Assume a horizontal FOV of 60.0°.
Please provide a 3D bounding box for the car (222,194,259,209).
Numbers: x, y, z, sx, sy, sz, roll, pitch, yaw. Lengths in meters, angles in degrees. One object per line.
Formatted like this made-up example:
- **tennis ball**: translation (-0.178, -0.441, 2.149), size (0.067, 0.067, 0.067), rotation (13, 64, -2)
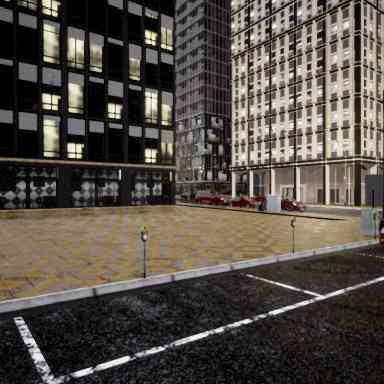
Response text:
- **car**: translation (5.677, 1.106, 36.447), size (1.802, 1.307, 4.206), rotation (1, 0, -36)

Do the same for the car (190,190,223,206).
- **car**: translation (2.434, 0.732, 40.974), size (2.192, 1.841, 5.009), rotation (1, 0, -36)

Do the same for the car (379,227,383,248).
- **car**: translation (9.132, 1.442, 13.087), size (4.097, 1.590, 1.967), rotation (0, 0, -36)

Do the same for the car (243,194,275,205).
- **car**: translation (9.199, 0.987, 45.912), size (1.802, 1.307, 4.206), rotation (1, 0, -36)

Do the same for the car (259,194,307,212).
- **car**: translation (8.932, 1.072, 31.918), size (1.967, 1.590, 4.097), rotation (1, 0, -36)

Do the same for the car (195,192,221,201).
- **car**: translation (2.599, 0.712, 55.111), size (1.752, 1.417, 4.829), rotation (1, 0, -36)

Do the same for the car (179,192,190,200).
- **car**: translation (-0.555, 0.649, 59.503), size (1.947, 1.339, 4.313), rotation (1, 0, -36)
